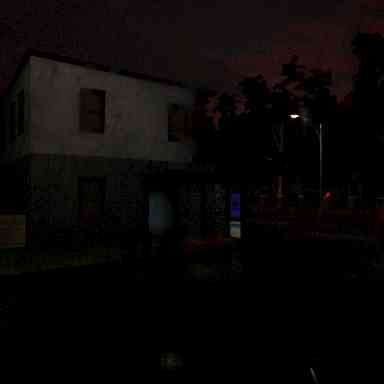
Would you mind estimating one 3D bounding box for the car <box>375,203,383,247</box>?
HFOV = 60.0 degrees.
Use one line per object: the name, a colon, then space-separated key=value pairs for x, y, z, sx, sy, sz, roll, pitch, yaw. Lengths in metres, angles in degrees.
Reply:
car: x=8.649 y=1.223 z=11.766 sx=2.150 sy=2.045 sz=5.566 roll=2 pitch=0 yaw=5
